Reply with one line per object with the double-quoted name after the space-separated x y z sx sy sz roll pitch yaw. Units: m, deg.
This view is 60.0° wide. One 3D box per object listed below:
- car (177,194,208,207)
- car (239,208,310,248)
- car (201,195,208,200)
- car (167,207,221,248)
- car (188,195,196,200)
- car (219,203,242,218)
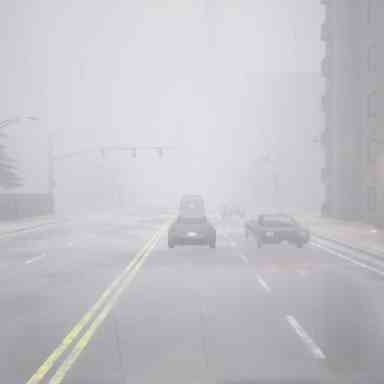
0.000 1.256 29.680 2.150 2.045 5.566 0 0 0 "car"
3.500 1.614 14.680 1.895 1.301 4.718 0 0 0 "car"
3.500 1.555 94.059 1.895 1.301 4.718 0 0 0 "car"
0.000 1.570 14.650 1.994 1.385 4.181 0 0 0 "car"
0.000 1.497 93.720 2.033 1.411 5.357 0 0 0 "car"
3.500 1.615 29.680 1.895 1.301 4.718 0 0 0 "car"
